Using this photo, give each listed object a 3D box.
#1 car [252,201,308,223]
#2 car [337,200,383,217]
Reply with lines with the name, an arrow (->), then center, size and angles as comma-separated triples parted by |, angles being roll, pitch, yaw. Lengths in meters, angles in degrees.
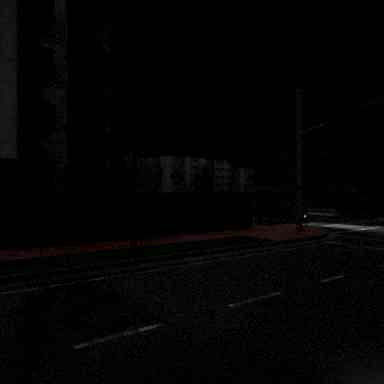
car -> 6.727, 1.491, 26.027 | 2.128, 1.511, 4.902 | 0, 0, -36
car -> 16.144, 1.491, 31.148 | 2.128, 1.511, 4.902 | 0, 0, -39
